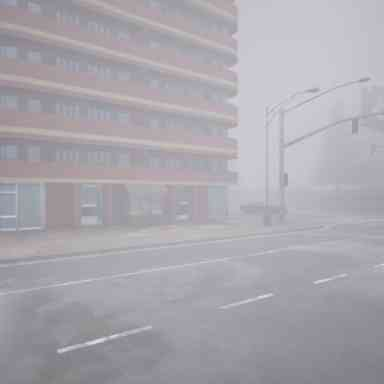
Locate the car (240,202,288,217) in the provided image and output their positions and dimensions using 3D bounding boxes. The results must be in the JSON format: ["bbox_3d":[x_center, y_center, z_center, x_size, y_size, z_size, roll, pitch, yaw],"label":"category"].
[{"bbox_3d":[6.899,1.601,32.083,1.895,1.301,4.718,0,0,-36],"label":"car"}]
